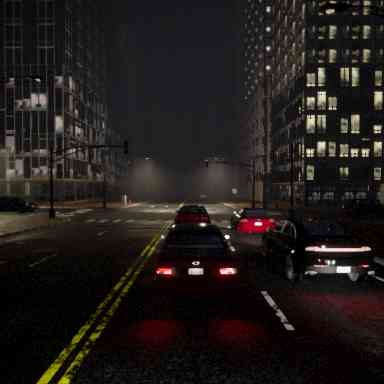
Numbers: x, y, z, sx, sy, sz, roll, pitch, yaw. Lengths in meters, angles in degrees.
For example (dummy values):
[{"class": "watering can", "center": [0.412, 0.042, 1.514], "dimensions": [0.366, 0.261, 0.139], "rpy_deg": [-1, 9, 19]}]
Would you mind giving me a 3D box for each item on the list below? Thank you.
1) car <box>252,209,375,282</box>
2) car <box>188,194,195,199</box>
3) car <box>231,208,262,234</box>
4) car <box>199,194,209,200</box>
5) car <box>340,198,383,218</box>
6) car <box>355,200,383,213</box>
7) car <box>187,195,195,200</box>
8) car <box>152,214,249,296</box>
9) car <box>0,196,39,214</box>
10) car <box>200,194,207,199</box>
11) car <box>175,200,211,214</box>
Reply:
[{"class": "car", "center": [3.326, 1.487, 9.704], "dimensions": [2.128, 1.511, 4.902], "rpy_deg": [0, 0, 0]}, {"class": "car", "center": [-0.217, 1.333, 91.454], "dimensions": [1.895, 1.301, 4.718], "rpy_deg": [0, 0, 0]}, {"class": "car", "center": [3.306, 1.554, 18.504], "dimensions": [1.994, 1.385, 4.181], "rpy_deg": [0, 0, 0]}, {"class": "car", "center": [3.057, 1.509, 81.459], "dimensions": [1.895, 1.301, 4.718], "rpy_deg": [0, 0, 0]}, {"class": "car", "center": [16.130, 1.517, 30.256], "dimensions": [5.009, 1.841, 2.192], "rpy_deg": [1, 0, 1]}, {"class": "car", "center": [21.719, 1.641, 38.555], "dimensions": [4.829, 1.417, 1.752], "rpy_deg": [1, 0, 1]}, {"class": "car", "center": [-0.193, 1.438, 81.422], "dimensions": [1.812, 1.442, 4.674], "rpy_deg": [0, 0, 0]}, {"class": "car", "center": [0.081, 1.543, 8.789], "dimensions": [2.033, 1.411, 5.357], "rpy_deg": [0, 0, 0]}, {"class": "car", "center": [-17.753, 1.210, 33.244], "dimensions": [4.553, 1.767, 2.097], "rpy_deg": [1, 1, 3]}, {"class": "car", "center": [3.033, 1.262, 91.431], "dimensions": [1.812, 1.442, 4.674], "rpy_deg": [0, 0, 0]}, {"class": "car", "center": [0.061, 1.467, 18.609], "dimensions": [1.882, 1.535, 5.008], "rpy_deg": [0, 0, 1]}]
